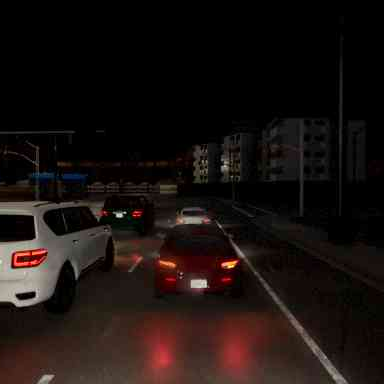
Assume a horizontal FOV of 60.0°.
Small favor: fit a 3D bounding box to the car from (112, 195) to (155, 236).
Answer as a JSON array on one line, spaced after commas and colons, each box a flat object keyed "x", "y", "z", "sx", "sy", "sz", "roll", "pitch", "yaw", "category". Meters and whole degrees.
[{"x": -3.359, "y": 1.179, "z": 18.131, "sx": 2.150, "sy": 2.045, "sz": 5.566, "roll": 0, "pitch": 0, "yaw": 0, "category": "car"}]

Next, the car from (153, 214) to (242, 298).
[{"x": 0.117, "y": 1.521, "z": 8.416, "sx": 1.812, "sy": 1.442, "sz": 4.674, "roll": 0, "pitch": 0, "yaw": 0, "category": "car"}]

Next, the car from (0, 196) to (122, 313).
[{"x": -3.386, "y": 1.218, "z": 7.772, "sx": 2.150, "sy": 2.045, "sz": 5.566, "roll": 0, "pitch": 0, "yaw": 0, "category": "car"}]

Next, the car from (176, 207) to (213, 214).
[{"x": 0.108, "y": 1.490, "z": 17.503, "sx": 1.812, "sy": 1.442, "sz": 4.674, "roll": 0, "pitch": 0, "yaw": 1, "category": "car"}]
